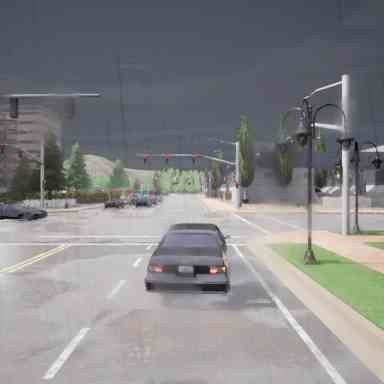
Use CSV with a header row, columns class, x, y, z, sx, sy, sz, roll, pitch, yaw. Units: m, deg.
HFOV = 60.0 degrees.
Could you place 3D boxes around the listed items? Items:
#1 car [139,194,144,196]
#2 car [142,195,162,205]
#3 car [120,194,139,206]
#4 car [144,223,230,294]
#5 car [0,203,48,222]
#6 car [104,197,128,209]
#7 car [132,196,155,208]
class,x,y,z,sx,sy,sz,roll,pitch,yaw
car,-10.508,1.547,65.263,2.033,1.411,5.357,0,0,1
car,-7.051,1.547,58.442,2.033,1.411,5.357,0,0,0
car,-10.565,1.491,54.798,2.128,1.511,4.902,0,0,0
car,0.059,1.547,8.951,2.033,1.411,5.357,0,0,4
car,-14.022,1.547,25.396,5.357,1.411,2.033,0,0,-10
car,-10.572,1.601,45.531,1.895,1.301,4.718,0,0,0
car,-7.064,1.601,48.797,1.895,1.301,4.718,0,0,0
